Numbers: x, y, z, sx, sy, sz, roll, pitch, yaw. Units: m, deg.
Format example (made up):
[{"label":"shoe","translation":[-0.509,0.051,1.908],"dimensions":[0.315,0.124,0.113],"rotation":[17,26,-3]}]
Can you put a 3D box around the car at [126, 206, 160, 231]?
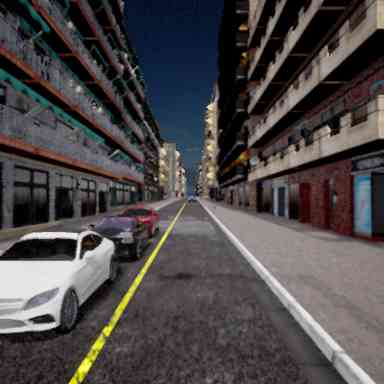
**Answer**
[{"label":"car","translation":[-2.840,1.495,18.089],"dimensions":[1.882,1.535,5.008],"rotation":[0,0,0]}]

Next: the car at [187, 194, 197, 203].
[{"label":"car","translation":[-0.019,1.753,74.581],"dimensions":[1.895,1.301,4.718],"rotation":[0,0,0]}]

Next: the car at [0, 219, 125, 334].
[{"label":"car","translation":[-2.848,1.530,6.938],"dimensions":[1.812,1.442,4.674],"rotation":[0,0,0]}]

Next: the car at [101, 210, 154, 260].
[{"label":"car","translation":[-2.753,1.576,12.334],"dimensions":[1.994,1.385,4.181],"rotation":[0,0,0]}]
